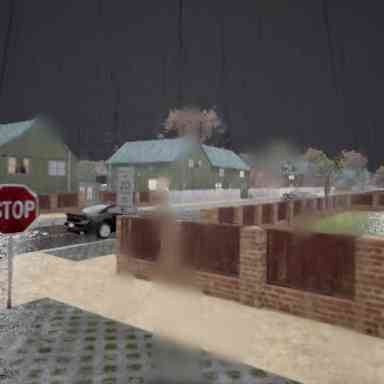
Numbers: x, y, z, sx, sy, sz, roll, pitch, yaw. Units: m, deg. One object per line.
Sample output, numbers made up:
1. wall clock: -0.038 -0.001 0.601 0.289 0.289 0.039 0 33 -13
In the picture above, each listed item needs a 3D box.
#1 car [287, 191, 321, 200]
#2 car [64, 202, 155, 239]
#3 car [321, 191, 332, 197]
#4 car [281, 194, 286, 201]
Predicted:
1. car: 13.936 0.750 41.257 2.033 1.411 5.357 2 2 35
2. car: -3.753 1.225 16.273 1.882 1.535 5.008 2 2 35
3. car: 19.422 0.553 49.125 1.812 1.442 4.674 2 2 35
4. car: 14.291 0.570 46.621 2.033 1.411 5.357 2 2 35
